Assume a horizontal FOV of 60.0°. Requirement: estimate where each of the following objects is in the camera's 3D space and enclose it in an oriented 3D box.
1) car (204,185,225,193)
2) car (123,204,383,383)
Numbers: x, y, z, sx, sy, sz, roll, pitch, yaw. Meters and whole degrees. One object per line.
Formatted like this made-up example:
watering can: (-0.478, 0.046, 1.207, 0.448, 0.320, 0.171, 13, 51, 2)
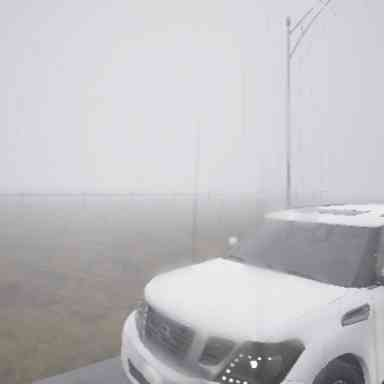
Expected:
car: (4.399, -0.642, 65.333, 1.837, 1.490, 4.892, 2, 2, -36)
car: (1.919, 1.221, 4.440, 5.566, 2.045, 2.150, 0, 0, -35)
